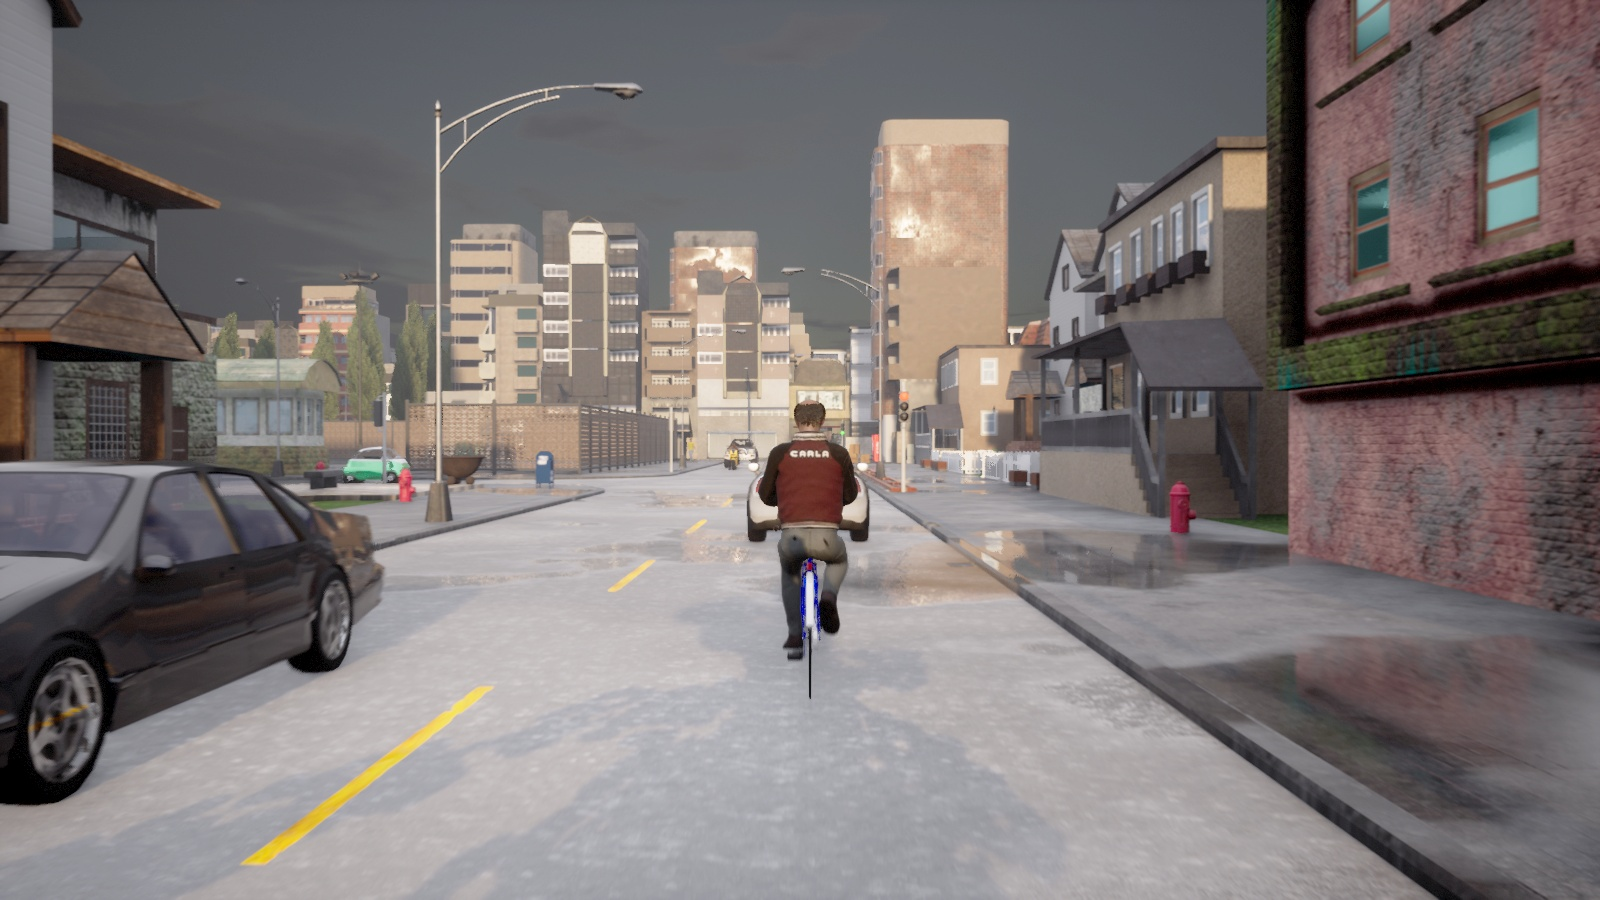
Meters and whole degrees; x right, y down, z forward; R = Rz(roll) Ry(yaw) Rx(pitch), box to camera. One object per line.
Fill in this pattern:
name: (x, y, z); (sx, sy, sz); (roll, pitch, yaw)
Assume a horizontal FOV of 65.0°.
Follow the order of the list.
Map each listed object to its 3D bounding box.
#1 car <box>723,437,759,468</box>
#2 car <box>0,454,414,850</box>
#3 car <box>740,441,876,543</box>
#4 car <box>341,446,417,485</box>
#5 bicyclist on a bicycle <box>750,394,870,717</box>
car: (-3.555, 0.129, 76.461); (1.932, 1.855, 4.605); (0, 0, 1)
car: (-3.946, 0.752, 6.801); (2.033, 1.411, 5.357); (0, 0, 0)
car: (0.127, 0.598, 20.146); (1.970, 1.475, 3.806); (0, 0, 0)
car: (-15.049, 0.536, 44.956); (2.207, 1.376, 1.481); (0, 0, 0)
bicyclist on a bicycle: (0.060, 0.573, 7.840); (0.659, 1.776, 1.843); (0, 1, 0)
